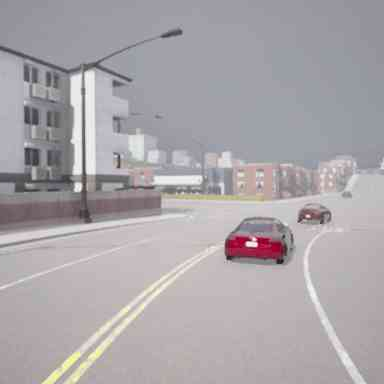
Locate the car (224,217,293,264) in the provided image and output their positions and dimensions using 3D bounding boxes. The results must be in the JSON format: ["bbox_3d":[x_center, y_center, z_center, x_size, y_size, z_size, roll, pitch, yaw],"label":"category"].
[{"bbox_3d":[2.572,1.602,12.248,1.994,1.385,4.181,0,0,21],"label":"car"}]

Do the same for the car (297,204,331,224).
[{"bbox_3d":[9.384,1.616,25.404,1.812,1.442,4.674,1,-1,31],"label":"car"}]

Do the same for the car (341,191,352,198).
[{"bbox_3d":[34.298,0.557,73.841,1.837,1.490,4.892,1,1,31],"label":"car"}]
